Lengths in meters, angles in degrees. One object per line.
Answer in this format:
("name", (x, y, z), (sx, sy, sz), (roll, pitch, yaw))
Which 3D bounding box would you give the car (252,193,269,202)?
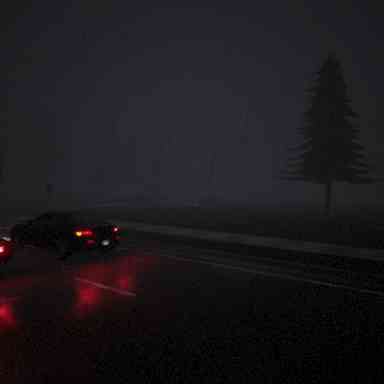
("car", (12.892, 1.007, 62.416), (1.812, 1.442, 4.674), (1, 1, 37))

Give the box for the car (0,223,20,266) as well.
("car", (-6.859, 1.398, 9.014), (4.718, 1.301, 1.895), (1, 1, 37))

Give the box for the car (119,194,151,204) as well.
("car", (-7.932, 0.991, 46.528), (1.895, 1.301, 4.718), (1, 1, 37))

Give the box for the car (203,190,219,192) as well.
("car", (3.014, 0.644, 60.995), (2.150, 2.045, 5.566), (1, 0, 37))

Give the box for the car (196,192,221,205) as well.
("car", (2.528, 1.063, 48.772), (1.812, 1.442, 4.674), (1, 1, 37))

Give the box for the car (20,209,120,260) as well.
("car", (-4.507, 1.334, 11.628), (4.674, 1.442, 1.812), (1, 1, 37))
